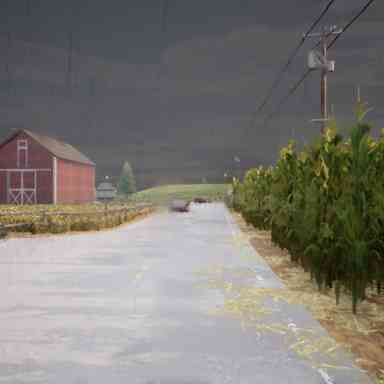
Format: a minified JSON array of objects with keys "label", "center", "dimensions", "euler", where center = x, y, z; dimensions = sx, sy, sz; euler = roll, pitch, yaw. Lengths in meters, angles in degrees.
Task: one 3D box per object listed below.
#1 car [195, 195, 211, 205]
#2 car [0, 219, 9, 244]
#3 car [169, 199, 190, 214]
[{"label":"car","center":[1.996,1.404,60.726],"dimensions":[1.882,1.535,5.008],"euler":[0,0,-17]},{"label":"car","center":[-9.368,1.341,12.117],"dimensions":[4.553,1.767,2.097],"euler":[0,-1,-15]},{"label":"car","center":[-1.262,1.497,35.316],"dimensions":[1.882,1.535,5.008],"euler":[0,0,4]}]
